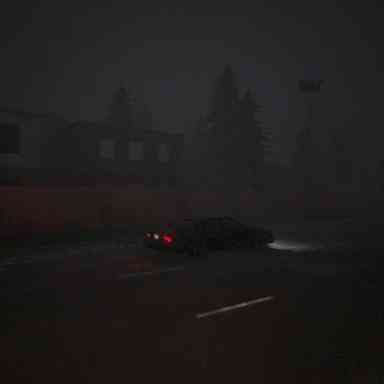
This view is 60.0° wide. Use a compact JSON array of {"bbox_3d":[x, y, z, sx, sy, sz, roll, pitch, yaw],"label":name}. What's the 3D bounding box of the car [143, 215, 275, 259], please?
[{"bbox_3d":[0.826,1.624,12.929,5.357,1.411,2.033,1,0,-35],"label":"car"}]
